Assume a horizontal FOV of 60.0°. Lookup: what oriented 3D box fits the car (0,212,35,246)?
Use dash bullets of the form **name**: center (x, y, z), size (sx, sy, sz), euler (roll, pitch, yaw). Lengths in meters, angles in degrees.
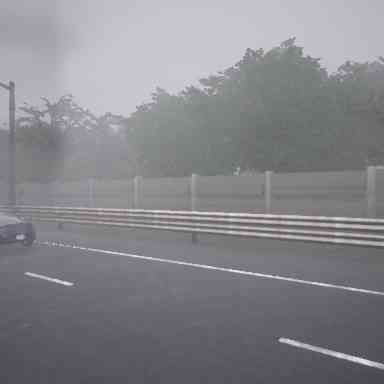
- **car**: center (-8.494, 1.582, 14.107), size (4.674, 1.442, 1.812), euler (0, 0, 35)
